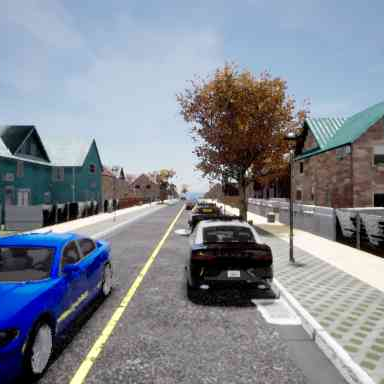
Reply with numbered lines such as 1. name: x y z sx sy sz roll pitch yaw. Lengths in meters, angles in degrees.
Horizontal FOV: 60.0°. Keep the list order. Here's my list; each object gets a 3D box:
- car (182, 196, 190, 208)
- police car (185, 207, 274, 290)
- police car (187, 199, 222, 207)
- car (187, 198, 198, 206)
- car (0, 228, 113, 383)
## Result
1. car: 0.097 1.641 45.015 2.033 1.411 5.357 0 0 1
2. police car: 0.839 1.429 9.213 1.930 1.638 5.238 0 0 0
3. police car: 0.855 1.435 19.213 1.930 1.638 5.238 0 0 0
4. car: 0.097 1.756 62.021 1.994 1.385 4.181 0 0 0
5. car: -2.741 1.479 5.661 1.882 1.535 5.008 0 0 0
